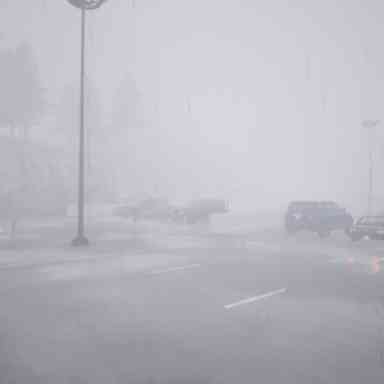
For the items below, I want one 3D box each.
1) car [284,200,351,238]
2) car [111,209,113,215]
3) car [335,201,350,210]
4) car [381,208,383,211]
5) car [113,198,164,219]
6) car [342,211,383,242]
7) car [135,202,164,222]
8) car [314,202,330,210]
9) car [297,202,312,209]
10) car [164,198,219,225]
[{"bbox_3d":[7.716,1.527,20.001,5.566,2.045,2.150,1,-1,-43],"label":"car"},{"bbox_3d":[-6.315,1.892,35.891,4.902,1.511,2.128,1,-1,-44],"label":"car"},{"bbox_3d":[27.692,2.486,61.037,1.812,1.442,4.674,0,-1,32],"label":"car"},{"bbox_3d":[19.742,2.075,32.663,1.812,1.442,4.674,0,-1,41],"label":"car"},{"bbox_3d":[-4.480,1.597,32.757,5.566,2.045,2.150,1,-1,-44],"label":"car"},{"bbox_3d":[9.817,1.886,17.165,4.718,1.301,1.895,1,-1,-43],"label":"car"},{"bbox_3d":[-2.333,1.862,30.005,4.892,1.490,1.837,2,-1,-44],"label":"car"},{"bbox_3d":[24.561,2.551,62.649,1.895,1.301,4.718,0,-1,33],"label":"car"},{"bbox_3d":[22.104,2.567,65.294,1.895,1.301,4.718,0,-1,32],"label":"car"},{"bbox_3d":[0.683,1.576,28.023,5.566,2.045,2.150,1,-1,-44],"label":"car"}]
